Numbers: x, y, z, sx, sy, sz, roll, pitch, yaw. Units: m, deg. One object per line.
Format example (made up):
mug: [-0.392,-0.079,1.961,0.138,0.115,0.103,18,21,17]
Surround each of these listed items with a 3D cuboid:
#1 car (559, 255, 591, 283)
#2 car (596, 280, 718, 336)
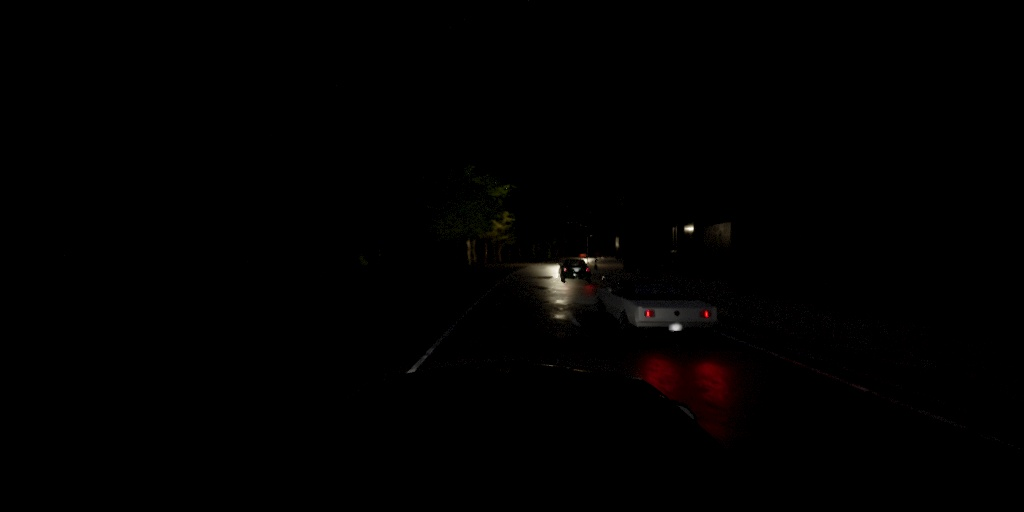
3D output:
car: [4.675,1.002,27.189,2.097,1.767,4.553,0,0,4]
car: [3.759,1.325,10.325,1.895,1.301,4.718,0,0,2]
